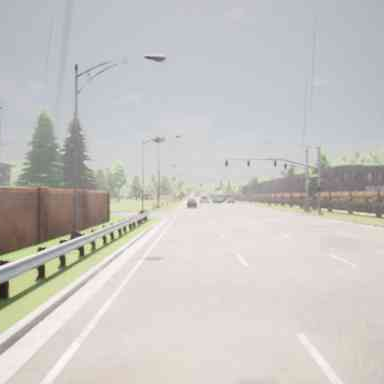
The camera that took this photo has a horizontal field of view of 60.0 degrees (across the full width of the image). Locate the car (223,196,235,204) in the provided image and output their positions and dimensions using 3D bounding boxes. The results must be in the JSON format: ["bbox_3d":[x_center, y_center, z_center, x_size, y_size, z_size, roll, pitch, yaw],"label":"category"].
[{"bbox_3d":[10.501,2.473,91.257,1.882,1.535,5.008,0,-1,0],"label":"car"}]

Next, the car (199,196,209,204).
[{"bbox_3d":[3.501,2.221,91.290,2.150,2.045,5.566,0,-1,0],"label":"car"}]

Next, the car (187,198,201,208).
[{"bbox_3d":[0.001,2.160,60.646,2.128,1.511,4.902,0,-1,0],"label":"car"}]

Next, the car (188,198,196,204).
[{"bbox_3d":[0.001,2.520,91.257,2.128,1.511,4.902,0,-1,0],"label":"car"}]

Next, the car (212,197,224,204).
[{"bbox_3d":[7.001,2.553,91.673,1.994,1.385,4.181,0,-1,0],"label":"car"}]
